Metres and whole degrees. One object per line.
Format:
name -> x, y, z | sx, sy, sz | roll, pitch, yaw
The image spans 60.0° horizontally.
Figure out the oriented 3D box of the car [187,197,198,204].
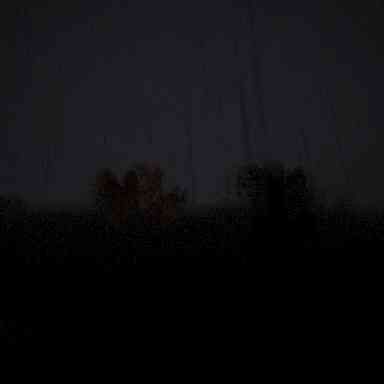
car -> -0.694, 1.816, 72.923 | 2.097, 1.767, 4.553 | -1, -1, 36
